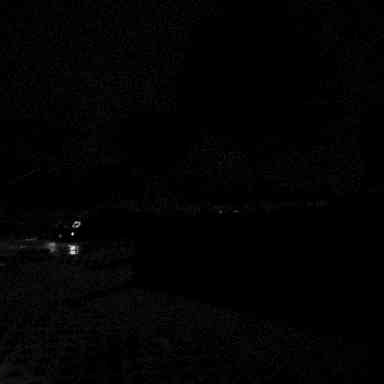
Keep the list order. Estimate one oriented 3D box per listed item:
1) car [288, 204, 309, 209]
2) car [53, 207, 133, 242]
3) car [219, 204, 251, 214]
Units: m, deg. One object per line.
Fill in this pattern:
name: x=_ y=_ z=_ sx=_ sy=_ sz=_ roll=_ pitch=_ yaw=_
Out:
car: x=14.933 y=2.396 z=46.325 sx=1.837 sy=1.490 sz=4.892 roll=-1 pitch=-2 yaw=39
car: x=-5.296 y=1.662 z=18.460 sx=2.097 sy=1.767 sz=4.553 roll=-1 pitch=-2 yaw=35
car: x=4.401 y=1.929 z=32.283 sx=2.097 sy=1.767 sz=4.553 roll=-1 pitch=-2 yaw=36
